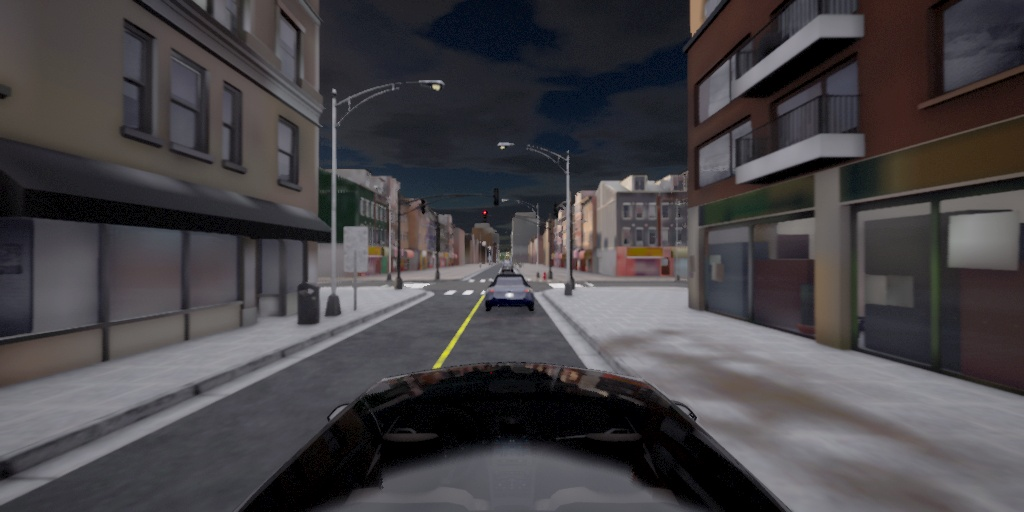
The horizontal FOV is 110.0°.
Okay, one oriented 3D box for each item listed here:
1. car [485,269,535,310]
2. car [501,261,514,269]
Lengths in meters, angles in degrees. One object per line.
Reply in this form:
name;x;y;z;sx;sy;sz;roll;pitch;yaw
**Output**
car;-0.087;1.443;15.392;1.994;1.385;4.181;0;0;0
car;-0.643;1.803;53.631;1.948;1.339;4.313;0;0;-1
